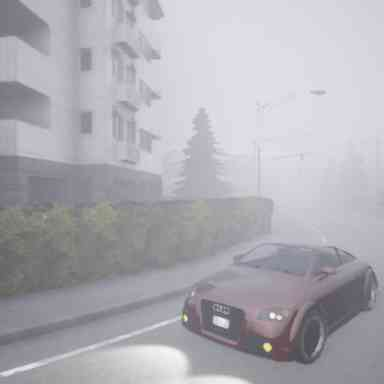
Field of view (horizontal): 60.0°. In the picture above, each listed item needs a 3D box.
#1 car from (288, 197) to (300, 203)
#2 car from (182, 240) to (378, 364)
[{"bbox_3d":[27.524,2.113,90.009,1.837,1.490,4.892,0,-1,-5],"label":"car"},{"bbox_3d":[1.785,1.610,6.023,1.994,1.385,4.181,-1,-1,44],"label":"car"}]
